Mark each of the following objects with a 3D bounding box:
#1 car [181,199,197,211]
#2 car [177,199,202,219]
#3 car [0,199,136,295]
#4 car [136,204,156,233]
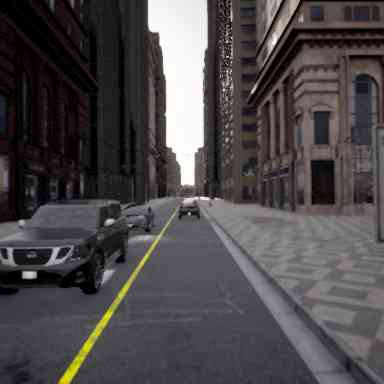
[{"bbox_3d":[-0.380,1.596,43.004,1.994,1.385,4.181,-1,0,0],"label":"car"},{"bbox_3d":[-0.234,1.521,29.584,1.837,1.490,4.892,-1,0,0],"label":"car"},{"bbox_3d":[-3.179,1.251,9.199,2.150,2.045,5.566,-1,0,-1],"label":"car"},{"bbox_3d":[-3.275,1.541,20.084,1.837,1.490,4.892,-1,0,-1],"label":"car"}]
